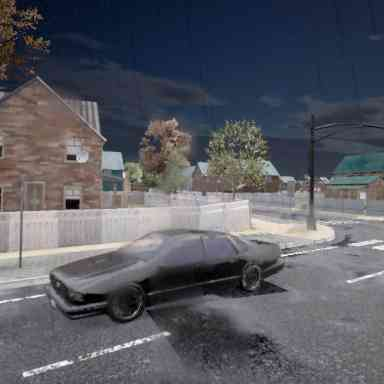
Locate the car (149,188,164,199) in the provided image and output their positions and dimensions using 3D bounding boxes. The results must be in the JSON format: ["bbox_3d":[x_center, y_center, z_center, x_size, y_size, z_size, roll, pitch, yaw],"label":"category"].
[{"bbox_3d":[-6.610,0.335,61.622,2.150,2.045,5.566,1,1,-21],"label":"car"}]

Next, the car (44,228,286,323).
[{"bbox_3d":[-0.252,1.550,7.362,5.357,1.411,2.033,0,0,-35],"label":"car"}]
